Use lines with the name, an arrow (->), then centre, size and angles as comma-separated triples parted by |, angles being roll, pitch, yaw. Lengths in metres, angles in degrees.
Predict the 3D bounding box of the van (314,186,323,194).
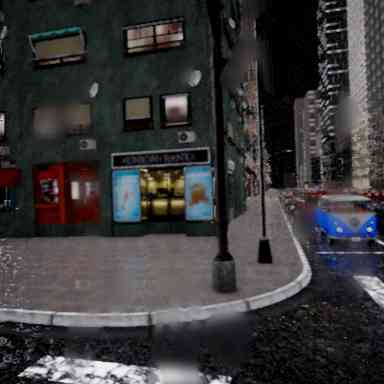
van -> 30.820, -0.577, 81.053 | 1.690, 1.788, 3.998 | -2, 1, 13

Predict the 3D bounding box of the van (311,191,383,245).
van -> 5.948, 1.013, 13.135 | 1.690, 1.788, 3.998 | -2, 1, 13

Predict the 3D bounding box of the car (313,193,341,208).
car -> 13.471, 0.785, 33.396 | 1.895, 1.301, 4.718 | -2, 1, 14

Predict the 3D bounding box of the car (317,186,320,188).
car -> 28.253, -0.173, 70.304 | 2.008, 1.369, 4.403 | -2, 1, 13

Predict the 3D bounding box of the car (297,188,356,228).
car -> 7.234, 0.884, 18.510 | 2.192, 1.841, 5.009 | -2, 1, 13

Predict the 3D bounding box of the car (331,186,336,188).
car -> 24.392, 0.117, 54.180 | 1.887, 1.381, 4.507 | -2, 1, 13

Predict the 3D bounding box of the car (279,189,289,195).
car -> 21.396, 0.035, 77.636 | 1.947, 1.339, 4.313 | -2, 1, 13

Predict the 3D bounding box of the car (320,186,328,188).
car -> 26.959, -0.311, 64.927 | 2.192, 1.841, 5.009 | -2, 1, 13

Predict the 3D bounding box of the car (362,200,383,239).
car -> 8.723, 1.125, 13.693 | 1.994, 1.385, 4.181 | -2, 1, 11

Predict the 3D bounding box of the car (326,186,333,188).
car -> 25.680, 0.055, 59.555 | 1.802, 1.307, 4.206 | -2, 1, 13

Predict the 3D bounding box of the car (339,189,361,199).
car -> 23.106, 0.222, 48.805 | 2.008, 1.369, 4.403 | -2, 1, 13

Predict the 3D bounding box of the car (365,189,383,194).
car -> 20.529, 0.311, 38.054 | 1.967, 1.590, 4.097 | -2, 1, 13

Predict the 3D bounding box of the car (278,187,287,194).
car -> 23.963, -0.409, 88.382 | 2.192, 1.841, 5.009 | -2, 1, 13

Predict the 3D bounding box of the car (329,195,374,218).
car -> 11.098, 0.973, 23.526 | 1.895, 1.301, 4.718 | -2, 1, 13

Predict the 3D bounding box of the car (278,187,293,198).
car -> 17.532, 0.204, 61.509 | 1.967, 1.590, 4.097 | -2, 1, 13

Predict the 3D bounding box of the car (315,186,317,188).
car -> 29.541, -0.240, 75.680 | 1.802, 1.307, 4.206 | -2, 1, 13
